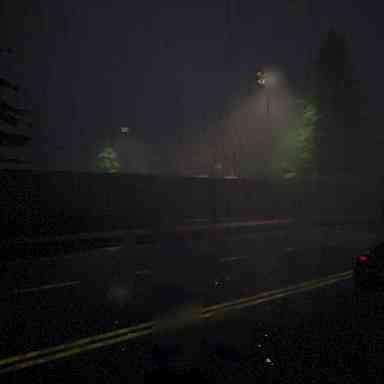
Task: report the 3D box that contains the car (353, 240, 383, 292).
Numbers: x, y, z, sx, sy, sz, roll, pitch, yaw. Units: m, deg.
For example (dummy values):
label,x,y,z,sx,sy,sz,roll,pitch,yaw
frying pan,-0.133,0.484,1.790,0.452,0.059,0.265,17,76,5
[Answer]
label,x,y,z,sx,sy,sz,roll,pitch,yaw
car,5.652,1.569,7.808,4.181,1.385,1.994,0,0,-35
